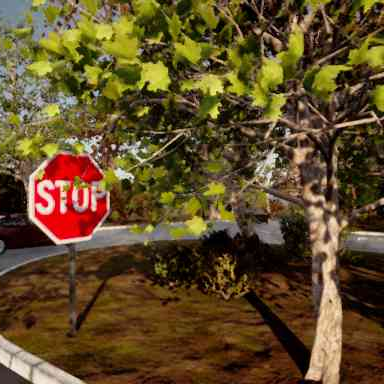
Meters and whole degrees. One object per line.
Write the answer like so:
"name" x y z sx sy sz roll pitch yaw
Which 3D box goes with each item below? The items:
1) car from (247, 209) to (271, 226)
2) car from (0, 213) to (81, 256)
"car" 5.893 2.377 31.395 2.128 1.511 4.902 -1 -3 35
"car" -6.792 1.588 13.458 1.882 1.535 5.008 -1 -2 35
